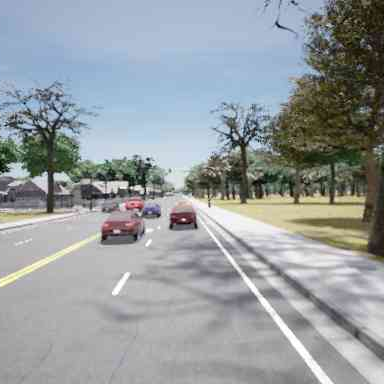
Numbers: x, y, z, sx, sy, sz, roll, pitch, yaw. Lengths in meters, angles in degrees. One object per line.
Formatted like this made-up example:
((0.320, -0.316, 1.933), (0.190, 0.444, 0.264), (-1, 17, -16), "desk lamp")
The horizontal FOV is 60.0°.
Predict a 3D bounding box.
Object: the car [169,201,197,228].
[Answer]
((-0.635, 1.691, 24.303), (1.882, 1.535, 5.008), (-1, -1, -2), "car")

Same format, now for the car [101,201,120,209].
((-11.255, 2.092, 46.248), (1.837, 1.490, 4.892), (-1, -1, -1), "car")

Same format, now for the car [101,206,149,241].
((-3.671, 1.745, 18.162), (1.812, 1.442, 4.674), (-1, -1, -2), "car")

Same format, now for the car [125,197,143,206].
((-8.036, 1.757, 47.259), (2.150, 2.045, 5.566), (-1, -1, -1), "car")

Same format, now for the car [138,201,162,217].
((-4.239, 1.895, 35.243), (1.812, 1.442, 4.674), (-1, 0, -2), "car")

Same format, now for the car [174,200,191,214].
((-1.196, 1.838, 41.179), (1.882, 1.535, 5.008), (-1, -1, -2), "car")
